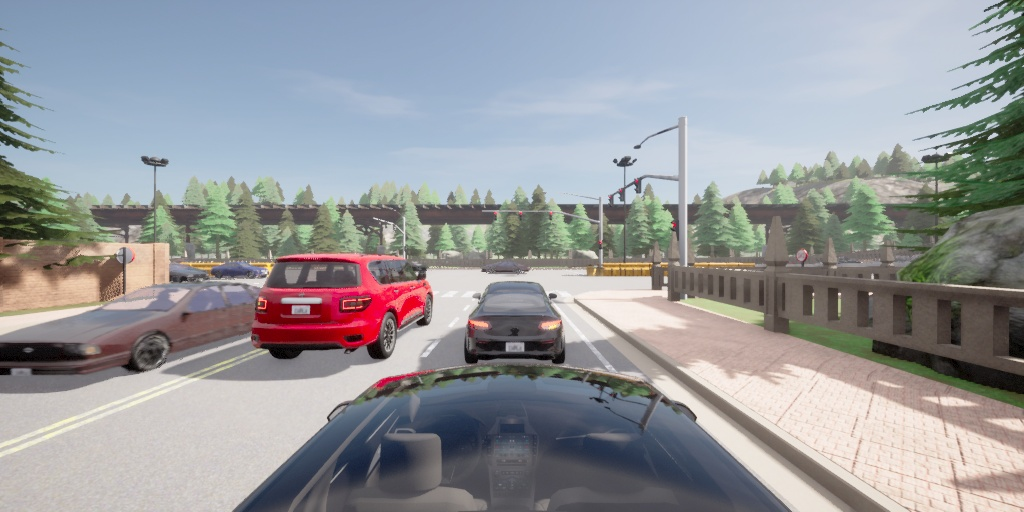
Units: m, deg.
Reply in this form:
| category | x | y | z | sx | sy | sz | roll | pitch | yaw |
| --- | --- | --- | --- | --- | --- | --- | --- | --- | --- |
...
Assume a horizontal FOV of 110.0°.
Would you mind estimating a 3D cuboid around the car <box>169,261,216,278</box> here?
| category | x | y | z | sx | sy | sz | roll | pitch | yaw |
| --- | --- | --- | --- | --- | --- | --- | --- | --- | --- |
| car | -24.846 | 1.297 | 25.595 | 5.357 | 1.411 | 2.033 | 0 | 0 | 0 |

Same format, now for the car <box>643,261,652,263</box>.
| category | x | y | z | sx | sy | sz | roll | pitch | yaw |
| --- | --- | --- | --- | --- | --- | --- | --- | --- | --- |
| car | 16.544 | 1.276 | 43.115 | 4.674 | 1.442 | 1.812 | 0 | 0 | 0 |

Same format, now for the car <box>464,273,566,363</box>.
| category | x | y | z | sx | sy | sz | roll | pitch | yaw |
| --- | --- | --- | --- | --- | --- | --- | --- | --- | --- |
| car | 0.062 | 1.276 | 7.980 | 1.812 | 1.442 | 4.674 | 0 | 0 | 0 |

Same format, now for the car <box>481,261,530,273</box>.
| category | x | y | z | sx | sy | sz | roll | pitch | yaw |
| --- | --- | --- | --- | --- | --- | --- | --- | --- | --- |
| car | -0.685 | 1.297 | 39.688 | 5.357 | 1.411 | 2.033 | 0 | 0 | 0 |

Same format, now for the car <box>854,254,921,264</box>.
| category | x | y | z | sx | sy | sz | roll | pitch | yaw |
| --- | --- | --- | --- | --- | --- | --- | --- | --- | --- |
| car | 41.359 | 0.814 | 39.560 | 4.553 | 1.767 | 2.097 | -3 | 0 | 0 |

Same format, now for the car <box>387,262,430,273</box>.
| category | x | y | z | sx | sy | sz | roll | pitch | yaw |
| --- | --- | --- | --- | --- | --- | --- | --- | --- | --- |
| car | -12.418 | 1.351 | 43.239 | 4.718 | 1.301 | 1.895 | 0 | 0 | 0 |

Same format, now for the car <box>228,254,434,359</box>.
| category | x | y | z | sx | sy | sz | roll | pitch | yaw |
| --- | --- | --- | --- | --- | --- | --- | --- | --- | --- |
| car | -3.441 | 0.971 | 8.531 | 2.150 | 2.045 | 5.566 | 0 | 0 | 0 |

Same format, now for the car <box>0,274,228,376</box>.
| category | x | y | z | sx | sy | sz | roll | pitch | yaw |
| --- | --- | --- | --- | --- | --- | --- | --- | --- | --- |
| car | -7.116 | 1.297 | 7.863 | 2.033 | 1.411 | 5.357 | 0 | 0 | 0 |

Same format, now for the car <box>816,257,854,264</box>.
| category | x | y | z | sx | sy | sz | roll | pitch | yaw |
| --- | --- | --- | --- | --- | --- | --- | --- | --- | --- |
| car | 42.162 | 0.932 | 46.558 | 4.892 | 1.490 | 1.837 | -2 | 0 | 0 |

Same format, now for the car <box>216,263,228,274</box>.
| category | x | y | z | sx | sy | sz | roll | pitch | yaw |
| --- | --- | --- | --- | --- | --- | --- | --- | --- | --- |
| car | -24.700 | 1.276 | 32.594 | 4.674 | 1.442 | 1.812 | 0 | 0 | 0 |

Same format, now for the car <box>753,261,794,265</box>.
| category | x | y | z | sx | sy | sz | roll | pitch | yaw |
| --- | --- | --- | --- | --- | --- | --- | --- | --- | --- |
| car | 31.142 | 1.091 | 43.077 | 4.553 | 1.767 | 2.097 | 0 | 0 | 0 |

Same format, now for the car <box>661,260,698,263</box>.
| category | x | y | z | sx | sy | sz | roll | pitch | yaw |
| --- | --- | --- | --- | --- | --- | --- | --- | --- | --- |
| car | 18.802 | 1.227 | 39.606 | 5.008 | 1.535 | 1.882 | 0 | 0 | 0 |
